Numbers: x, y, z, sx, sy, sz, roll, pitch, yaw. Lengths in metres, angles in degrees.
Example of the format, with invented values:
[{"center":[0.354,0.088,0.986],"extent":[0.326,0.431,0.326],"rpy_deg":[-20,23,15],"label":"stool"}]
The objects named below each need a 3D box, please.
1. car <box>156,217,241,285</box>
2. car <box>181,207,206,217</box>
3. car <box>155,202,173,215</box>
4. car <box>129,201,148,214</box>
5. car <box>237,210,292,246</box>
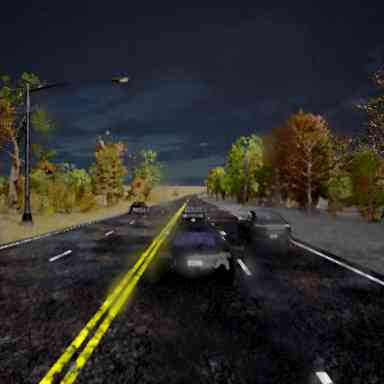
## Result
[{"center":[0.080,1.656,9.819],"extent":[1.994,1.385,4.181],"rpy_deg":[0,0,0],"label":"car"},{"center":[0.084,1.835,26.932],"extent":[1.895,1.301,4.718],"rpy_deg":[-1,-1,0],"label":"car"},{"center":[-3.275,1.915,40.009],"extent":[2.033,1.411,5.357],"rpy_deg":[0,-1,0],"label":"car"},{"center":[-6.518,1.887,40.804],"extent":[1.837,1.490,4.892],"rpy_deg":[0,-1,0],"label":"car"},{"center":[3.339,1.635,16.011],"extent":[2.128,1.511,4.902],"rpy_deg":[0,-1,0],"label":"car"}]
